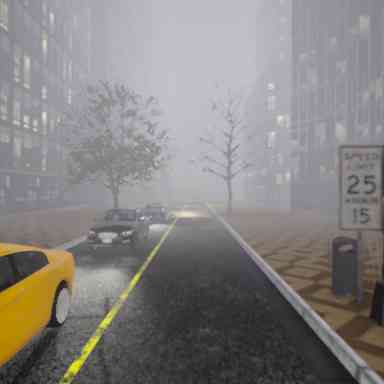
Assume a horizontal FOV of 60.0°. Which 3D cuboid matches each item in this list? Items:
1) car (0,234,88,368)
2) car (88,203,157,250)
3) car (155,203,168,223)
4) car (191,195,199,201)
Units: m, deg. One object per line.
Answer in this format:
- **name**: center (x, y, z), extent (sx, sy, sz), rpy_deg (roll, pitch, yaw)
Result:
- **car**: center (-3.085, 1.457, 4.109), extent (1.882, 1.535, 5.008), rpy_deg (0, 0, 1)
- **car**: center (-2.983, 1.466, 14.247), extent (2.128, 1.511, 4.902), rpy_deg (0, 0, 1)
- **car**: center (-2.870, 1.536, 25.097), extent (1.994, 1.385, 4.181), rpy_deg (0, 0, 0)
- **car**: center (0.791, 1.529, 82.696), extent (1.837, 1.490, 4.892), rpy_deg (0, 0, 1)
